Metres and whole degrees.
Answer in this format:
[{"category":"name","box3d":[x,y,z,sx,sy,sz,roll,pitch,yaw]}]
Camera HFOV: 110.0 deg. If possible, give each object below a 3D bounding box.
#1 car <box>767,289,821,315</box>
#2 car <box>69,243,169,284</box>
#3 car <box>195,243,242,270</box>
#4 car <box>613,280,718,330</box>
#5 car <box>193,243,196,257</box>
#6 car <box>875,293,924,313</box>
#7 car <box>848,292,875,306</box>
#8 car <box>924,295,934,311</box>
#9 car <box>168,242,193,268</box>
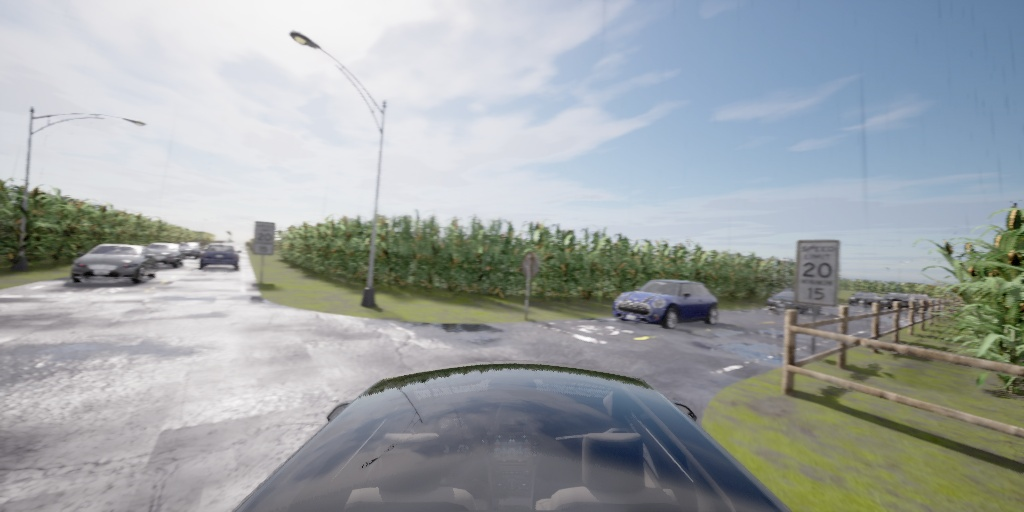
[{"category":"car","box3d":[17.828,2.811,22.579,4.674,1.442,1.812,4,-1,-36]},{"category":"car","box3d":[-16.549,0.260,15.169,2.128,1.511,4.902,4,0,-37]},{"category":"car","box3d":[-20.086,-0.041,24.809,2.097,1.767,4.553,4,-1,-37]},{"category":"car","box3d":[5.987,1.700,13.840,4.553,1.767,2.097,5,-1,-36]},{"category":"car","box3d":[-30.481,-0.522,33.797,2.128,1.511,4.902,4,0,-36]},{"category":"car","box3d":[31.287,3.794,28.904,4.892,1.490,1.837,5,-1,-36]},{"category":"car","box3d":[33.899,4.142,34.307,4.181,1.385,1.994,5,-1,-36]},{"category":"car","box3d":[39.715,4.447,35.174,5.008,1.535,1.882,4,-1,-36]},{"category":"car","box3d":[-22.769,-0.085,23.468,2.128,1.511,4.902,4,0,-37]}]
